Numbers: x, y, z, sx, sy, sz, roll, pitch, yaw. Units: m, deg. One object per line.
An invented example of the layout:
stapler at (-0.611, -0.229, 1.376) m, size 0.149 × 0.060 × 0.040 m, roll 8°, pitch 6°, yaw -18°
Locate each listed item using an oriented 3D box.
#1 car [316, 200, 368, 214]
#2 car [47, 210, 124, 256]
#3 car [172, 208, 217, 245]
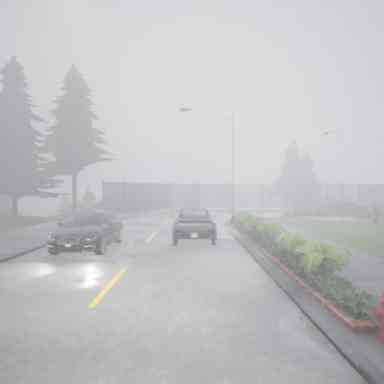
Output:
car at (13.930, 1.493, 30.847) m, size 4.892 × 1.490 × 1.837 m, roll 0°, pitch 0°, yaw 0°
car at (-4.013, 1.503, 13.228) m, size 1.837 × 1.490 × 4.892 m, roll 0°, pitch 0°, yaw 0°
car at (0.100, 1.485, 15.400) m, size 2.128 × 1.511 × 4.902 m, roll 0°, pitch 0°, yaw 0°
